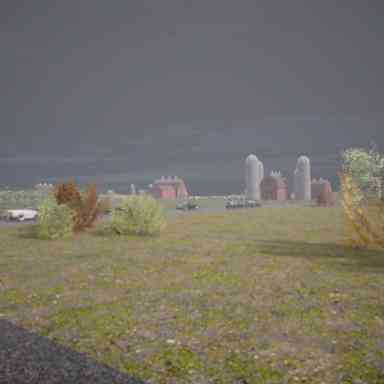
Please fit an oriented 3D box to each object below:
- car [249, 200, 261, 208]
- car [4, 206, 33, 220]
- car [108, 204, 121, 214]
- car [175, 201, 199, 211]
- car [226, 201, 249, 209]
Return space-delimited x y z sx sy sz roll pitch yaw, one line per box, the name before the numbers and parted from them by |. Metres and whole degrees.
car | 11.733 2.326 64.122 1.812 1.442 4.674 -2 -2 36
car | -15.563 2.026 32.461 1.895 1.301 4.718 -2 -2 37
car | -9.127 2.145 41.340 1.895 1.301 4.718 -2 -2 36
car | -0.781 2.204 52.888 1.837 1.490 4.892 -2 -1 36
car | 7.586 2.246 58.309 1.812 1.442 4.674 -2 -2 36
